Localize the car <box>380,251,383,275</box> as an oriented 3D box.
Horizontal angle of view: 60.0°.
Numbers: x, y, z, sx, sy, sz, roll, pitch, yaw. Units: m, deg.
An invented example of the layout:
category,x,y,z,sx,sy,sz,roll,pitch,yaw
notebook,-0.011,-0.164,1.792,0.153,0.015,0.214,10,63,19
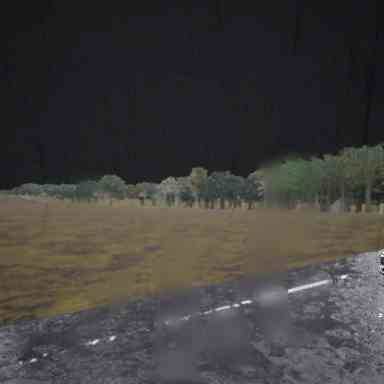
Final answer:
category,x,y,z,sx,sy,sz,roll,pitch,yaw
car,6.945,1.554,8.969,4.892,1.490,1.837,0,0,-36
